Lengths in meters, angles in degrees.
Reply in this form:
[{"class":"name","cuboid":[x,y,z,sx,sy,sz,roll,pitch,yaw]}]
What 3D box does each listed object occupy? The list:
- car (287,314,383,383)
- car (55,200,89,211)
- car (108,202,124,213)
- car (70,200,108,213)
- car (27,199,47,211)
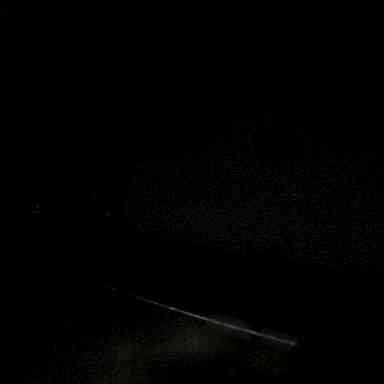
[{"class":"car","cuboid":[3.055,1.465,1.841,5.008,1.535,1.882,-1,-1,36]},{"class":"car","cuboid":[-17.878,1.923,49.753,2.128,1.511,4.902,-1,-1,18]},{"class":"car","cuboid":[-8.960,1.922,42.558,1.895,1.301,4.718,-1,0,15]},{"class":"car","cuboid":[-12.799,1.821,41.493,1.882,1.535,5.008,-1,0,13]},{"class":"car","cuboid":[-21.841,1.804,48.788,2.097,1.767,4.553,-1,0,18]}]
